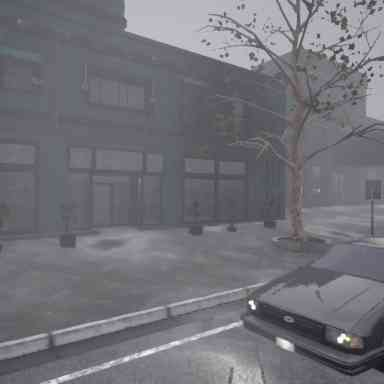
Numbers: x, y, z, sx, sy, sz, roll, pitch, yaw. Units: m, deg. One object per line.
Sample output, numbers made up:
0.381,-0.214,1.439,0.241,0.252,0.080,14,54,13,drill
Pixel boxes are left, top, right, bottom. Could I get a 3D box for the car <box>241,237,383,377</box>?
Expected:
3.342,1.548,5.778,5.357,1.411,2.033,0,0,-36,car
